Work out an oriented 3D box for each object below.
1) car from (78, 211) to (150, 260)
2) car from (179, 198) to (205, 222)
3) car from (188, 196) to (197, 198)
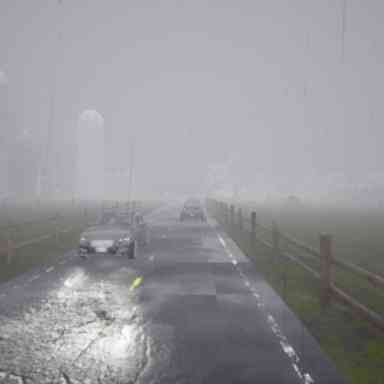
[{"bbox_3d":[-2.756,1.497,12.610,2.128,1.511,4.902,0,0,0],"label":"car"},{"bbox_3d":[0.019,1.506,26.737,2.128,1.511,4.902,0,0,0],"label":"car"},{"bbox_3d":[0.076,1.379,43.577,2.097,1.767,4.553,0,0,0],"label":"car"}]
